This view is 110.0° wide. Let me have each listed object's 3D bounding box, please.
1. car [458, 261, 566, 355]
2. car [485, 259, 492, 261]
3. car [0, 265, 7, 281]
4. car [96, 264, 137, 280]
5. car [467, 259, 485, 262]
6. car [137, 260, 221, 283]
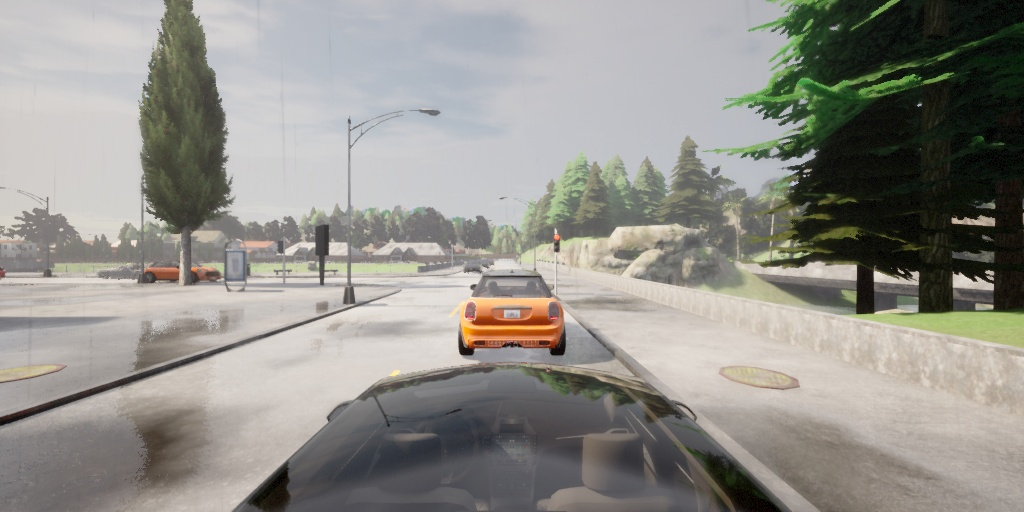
[{"bbox_3d":[-0.001,1.102,8.818,2.097,1.767,4.553,0,0,0],"label":"car"},{"bbox_3d":[-4.574,1.254,56.278,1.837,1.490,4.892,0,0,0],"label":"car"},{"bbox_3d":[-41.781,0.970,26.851,5.566,2.045,2.150,0,0,0],"label":"car"},{"bbox_3d":[-32.884,1.351,31.124,4.718,1.301,1.895,0,0,-1],"label":"car"},{"bbox_3d":[-4.447,1.255,41.319,1.837,1.490,4.892,0,0,0],"label":"car"},{"bbox_3d":[-24.709,1.102,27.003,4.553,1.767,2.097,0,0,-1],"label":"car"}]
